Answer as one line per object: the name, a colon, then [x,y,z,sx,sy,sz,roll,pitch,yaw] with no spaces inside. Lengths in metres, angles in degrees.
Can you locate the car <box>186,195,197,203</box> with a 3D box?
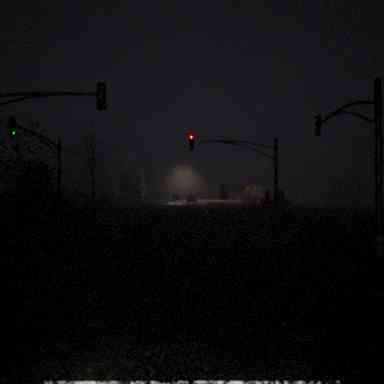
car: [-0.069,1.387,68.242,2.097,1.767,4.553,0,0,0]

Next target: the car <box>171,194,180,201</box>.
car: [-3.574,1.156,72.443,1.837,1.490,4.892,0,0,0]

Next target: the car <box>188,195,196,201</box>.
car: [-0.080,1.383,78.277,1.837,1.490,4.892,0,0,0]
